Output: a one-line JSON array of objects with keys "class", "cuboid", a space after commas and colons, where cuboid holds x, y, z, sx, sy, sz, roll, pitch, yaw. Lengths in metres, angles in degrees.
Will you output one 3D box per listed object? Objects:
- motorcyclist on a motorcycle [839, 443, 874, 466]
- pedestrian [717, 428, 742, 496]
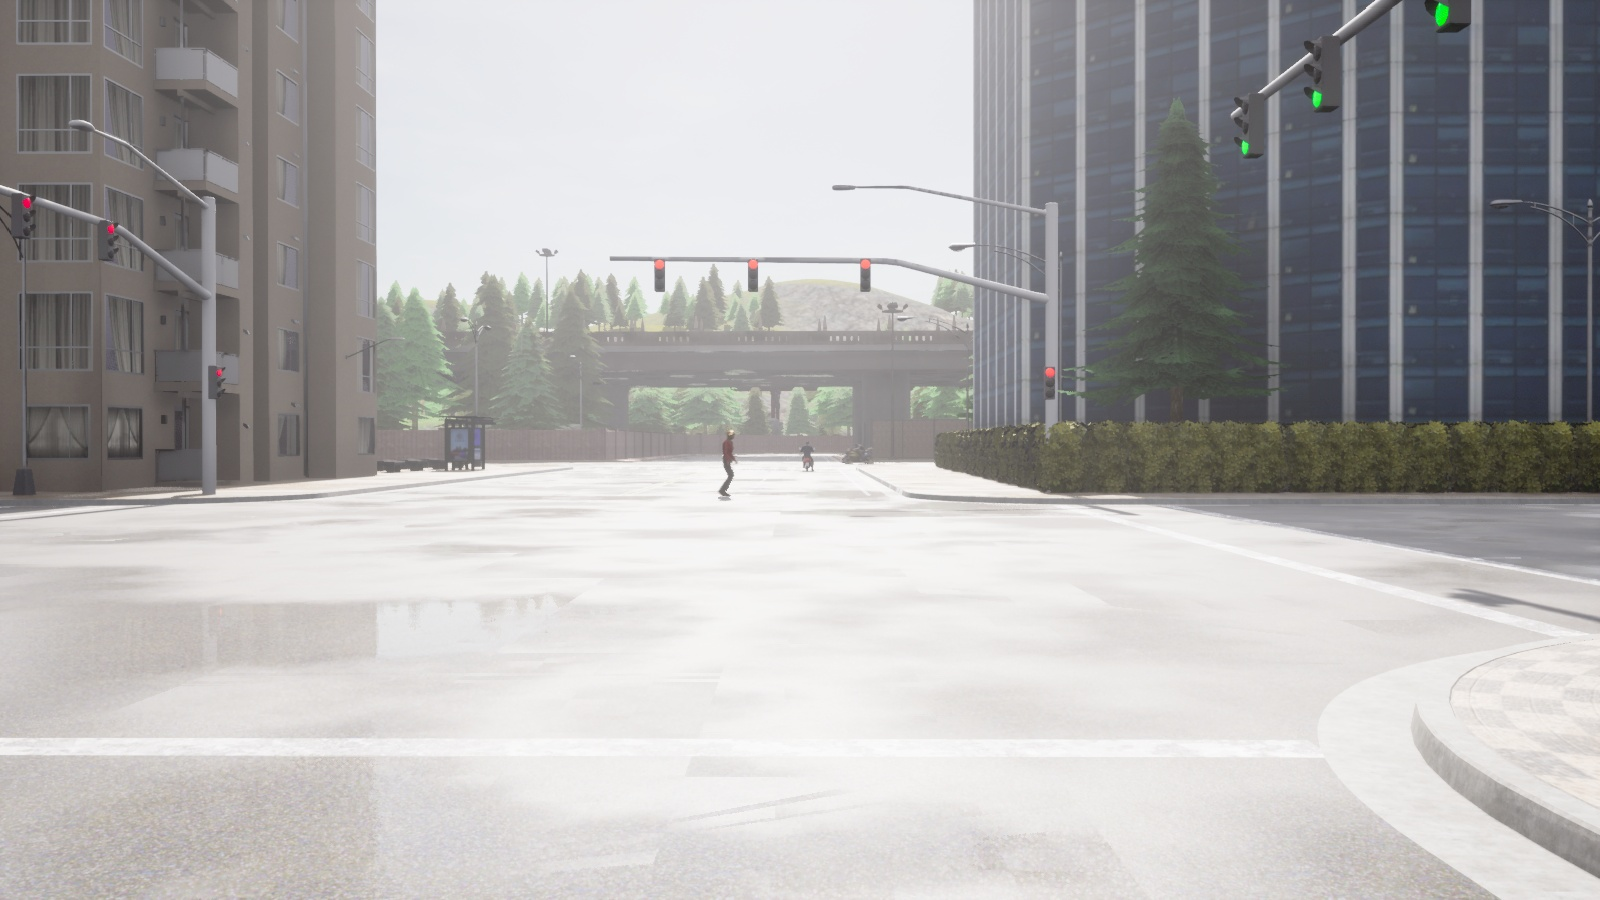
[{"class": "motorcyclist on a motorcycle", "cuboid": [3.803, 0.281, 84.677, 2.191, 1.530, 0.866, 0, 1, -14]}, {"class": "pedestrian", "cuboid": [-1.903, 0.322, 33.982, 0.636, 1.846, 0.331, 0, 0, 7]}]
